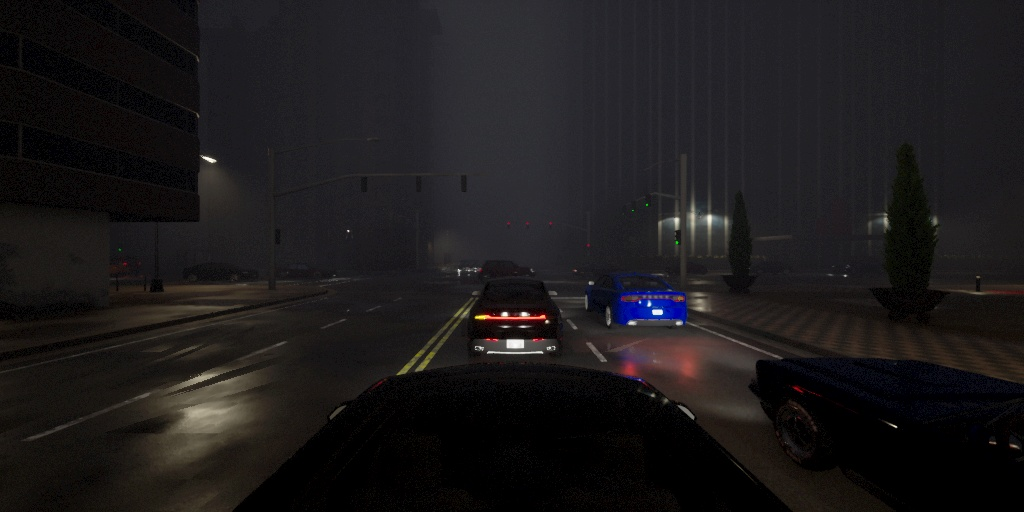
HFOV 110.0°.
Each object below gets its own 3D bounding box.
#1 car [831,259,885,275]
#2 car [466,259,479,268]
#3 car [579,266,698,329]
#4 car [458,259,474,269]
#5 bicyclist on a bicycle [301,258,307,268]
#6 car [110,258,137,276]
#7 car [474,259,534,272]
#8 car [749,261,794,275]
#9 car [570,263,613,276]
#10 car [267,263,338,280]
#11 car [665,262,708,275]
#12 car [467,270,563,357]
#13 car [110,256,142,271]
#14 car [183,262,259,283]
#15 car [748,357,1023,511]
[{"bbox_3d":[37.392,1.102,38.774,4.553,1.767,2.097,0,0,0],"label":"car"},{"bbox_3d":[-7.060,1.255,64.541,1.837,1.490,4.892,0,0,0],"label":"car"},{"bbox_3d":[3.575,1.228,11.237,1.882,1.535,5.008,0,0,0],"label":"car"},{"bbox_3d":[-7.089,1.276,55.284,1.812,1.442,4.674,0,0,0],"label":"car"},{"bbox_3d":[-26.419,1.051,45.426,0.582,1.620,1.656,0,0,-1],"label":"bicyclist on a bicycle"},{"bbox_3d":[-39.823,1.228,34.505,5.008,1.535,1.882,0,0,-1],"label":"car"},{"bbox_3d":[-0.339,1.102,27.704,4.553,1.767,2.097,0,0,-1],"label":"car"},{"bbox_3d":[27.559,1.255,38.686,4.892,1.490,1.837,0,0,-1],"label":"car"},{"bbox_3d":[7.854,1.297,31.287,5.357,1.411,2.033,0,0,-1],"label":"car"},{"bbox_3d":[-18.061,1.297,31.033,5.357,1.411,2.033,0,0,-1],"label":"car"},{"bbox_3d":[18.707,1.314,38.597,4.181,1.385,1.994,0,0,-1],"label":"car"},{"bbox_3d":[0.062,1.255,8.549,1.837,1.490,4.892,0,0,0],"label":"car"},{"bbox_3d":[-42.679,0.971,37.953,5.566,2.045,2.150,0,0,1],"label":"car"},{"bbox_3d":[-22.218,1.227,27.486,5.008,1.535,1.882,0,0,-1],"label":"car"},{"bbox_3d":[3.601,1.351,1.892,1.895,1.301,4.718,0,0,0],"label":"car"}]
